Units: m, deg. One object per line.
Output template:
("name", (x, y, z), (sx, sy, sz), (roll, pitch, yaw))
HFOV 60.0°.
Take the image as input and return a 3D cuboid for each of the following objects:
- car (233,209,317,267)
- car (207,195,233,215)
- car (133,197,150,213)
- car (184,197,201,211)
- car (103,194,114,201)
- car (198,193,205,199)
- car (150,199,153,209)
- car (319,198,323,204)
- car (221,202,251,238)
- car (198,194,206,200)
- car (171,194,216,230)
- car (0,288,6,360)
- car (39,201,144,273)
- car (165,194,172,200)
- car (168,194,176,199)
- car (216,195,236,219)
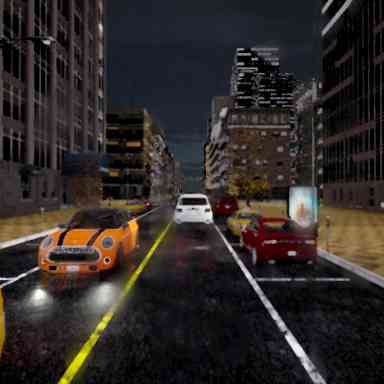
("car", (2.699, 1.513, 11.192), (1.887, 1.381, 4.507), (1, 0, 0))
("car", (2.703, 1.220, 33.429), (2.192, 1.841, 5.009), (1, 0, 0))
("car", (-5.679, 1.429, 33.262), (1.752, 1.417, 4.829), (1, 0, 0))
("car", (0.094, 1.364, 39.642), (1.882, 1.535, 5.008), (0, 0, 0))
("car", (-17.245, 1.078, 63.393), (4.507, 1.381, 1.887), (1, -1, 0))
("car", (2.709, 1.179, 93.549), (1.967, 1.590, 4.097), (1, 0, 0))
("car", (-5.677, 1.328, 38.991), (1.967, 1.590, 4.097), (1, 0, 0))
("car", (26.265, 1.798, 72.066), (4.829, 1.417, 1.752), (1, -1, 0))
("car", (2.700, 1.477, 16.921), (1.752, 1.417, 4.829), (1, 0, 0))
("car", (2.708, 1.299, 88.025), (1.887, 1.381, 4.507), (1, 0, 0))
("car", (0.084, 1.163, 20.948), (2.150, 2.045, 5.566), (0, 0, 0))
("car", (-3.096, 1.472, 1.799), (1.882, 1.535, 5.008), (0, 0, 0))
("car", (-2.999, 1.320, 10.611), (2.097, 1.767, 4.553), (0, 0, 0))
("car", (-5.673, 1.294, 82.347), (1.752, 1.417, 4.829), (1, 0, 0))
("car", (-5.673, 1.283, 93.564), (1.887, 1.381, 4.507), (1, 0, 0))
("car", (2.703, 1.235, 27.869), (2.192, 1.841, 5.009), (1, 0, 0))
